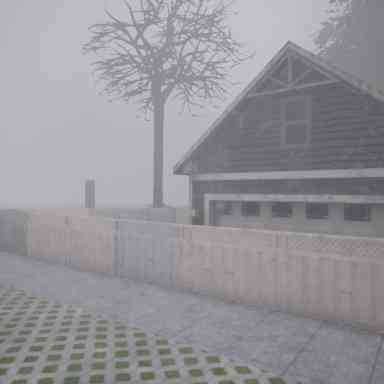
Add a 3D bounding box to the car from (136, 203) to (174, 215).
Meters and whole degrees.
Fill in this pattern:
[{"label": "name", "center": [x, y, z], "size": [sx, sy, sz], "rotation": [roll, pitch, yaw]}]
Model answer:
[{"label": "car", "center": [-3.838, 1.834, 32.614], "size": [1.882, 1.535, 5.008], "rotation": [0, -1, 35]}]
